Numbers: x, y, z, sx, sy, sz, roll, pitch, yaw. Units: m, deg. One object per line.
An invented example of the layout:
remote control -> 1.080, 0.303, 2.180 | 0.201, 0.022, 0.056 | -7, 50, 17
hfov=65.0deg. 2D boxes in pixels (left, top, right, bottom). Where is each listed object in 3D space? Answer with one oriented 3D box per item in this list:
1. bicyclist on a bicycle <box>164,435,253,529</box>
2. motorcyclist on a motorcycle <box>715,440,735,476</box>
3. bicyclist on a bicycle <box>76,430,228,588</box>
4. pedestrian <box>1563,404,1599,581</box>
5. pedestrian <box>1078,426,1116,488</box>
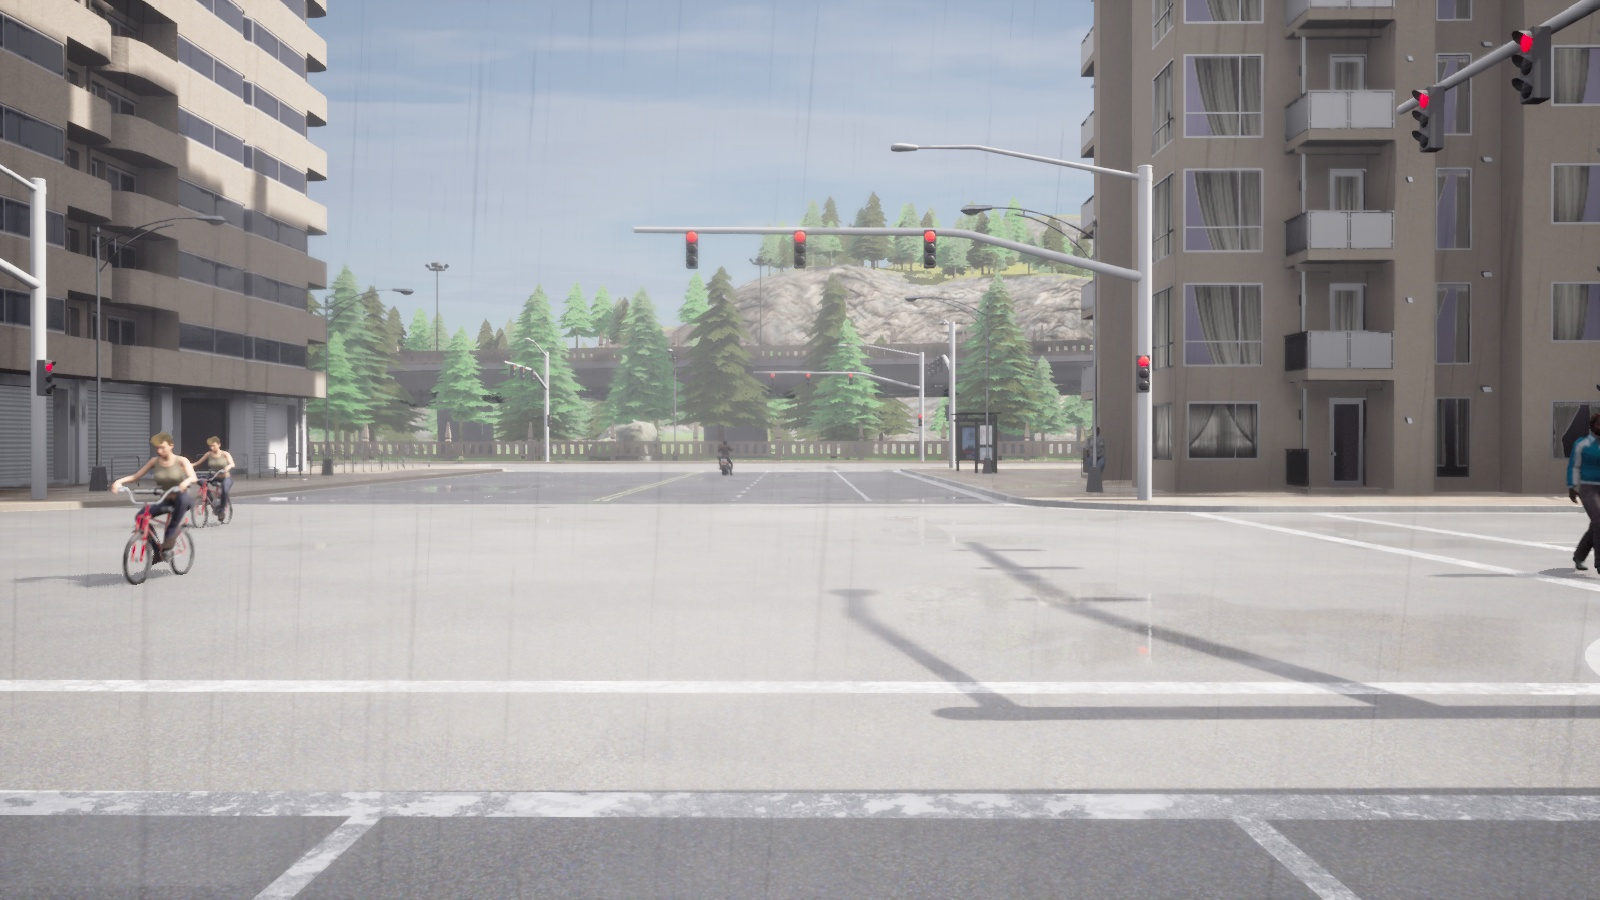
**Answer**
bicyclist on a bicycle -> -10.471, 0.549, 22.297 | 0.866, 1.612, 1.509 | 0, 0, 0
motorcyclist on a motorcycle -> -3.437, 0.367, 57.900 | 0.766, 1.649, 2.350 | 0, 0, 0
bicyclist on a bicycle -> -6.978, 0.601, 13.613 | 0.866, 1.612, 1.509 | 0, 0, 0
pedestrian -> 8.865, 0.460, 13.969 | 0.396, 1.930, 0.692 | 0, 0, 8
pedestrian -> 8.951, 0.199, 37.863 | 0.874, 1.855, 0.900 | 0, 0, -4
